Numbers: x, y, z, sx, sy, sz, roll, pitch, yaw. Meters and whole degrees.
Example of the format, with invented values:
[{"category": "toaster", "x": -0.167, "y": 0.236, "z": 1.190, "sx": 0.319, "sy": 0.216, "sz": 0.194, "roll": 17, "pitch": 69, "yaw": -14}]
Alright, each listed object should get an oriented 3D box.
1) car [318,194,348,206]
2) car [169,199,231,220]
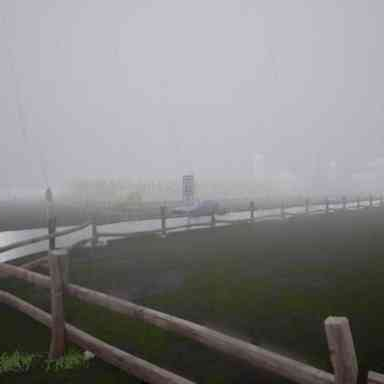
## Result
[{"category": "car", "x": 18.305, "y": 1.005, "z": 42.852, "sx": 5.357, "sy": 1.411, "sz": 2.033, "roll": -1, "pitch": 1, "yaw": -44}, {"category": "car", "x": 0.743, "y": 1.293, "z": 25.859, "sx": 5.357, "sy": 1.411, "sz": 2.033, "roll": -1, "pitch": 1, "yaw": -44}]
